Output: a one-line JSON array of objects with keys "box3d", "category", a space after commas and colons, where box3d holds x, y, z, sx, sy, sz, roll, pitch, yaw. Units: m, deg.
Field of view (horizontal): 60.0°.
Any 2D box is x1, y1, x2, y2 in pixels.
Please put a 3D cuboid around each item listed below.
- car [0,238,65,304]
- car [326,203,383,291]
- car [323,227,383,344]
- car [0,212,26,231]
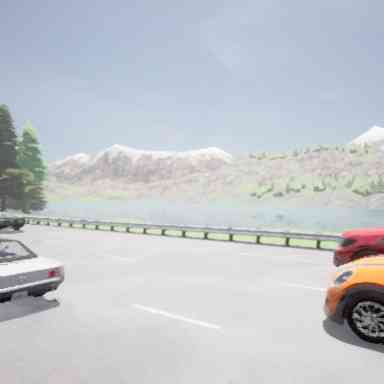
[{"box3d": [-5.084, 1.720, 7.674, 4.718, 1.301, 1.895, -1, -1, 36], "category": "car"}, {"box3d": [6.420, 1.341, 7.982, 5.566, 2.045, 2.150, -1, -1, 36], "category": "car"}, {"box3d": [4.477, 1.428, 5.068, 4.553, 1.767, 2.097, -1, -1, 36], "category": "car"}, {"box3d": [-13.165, 1.937, 22.102, 4.718, 1.301, 1.895, -1, -1, 35], "category": "car"}]
